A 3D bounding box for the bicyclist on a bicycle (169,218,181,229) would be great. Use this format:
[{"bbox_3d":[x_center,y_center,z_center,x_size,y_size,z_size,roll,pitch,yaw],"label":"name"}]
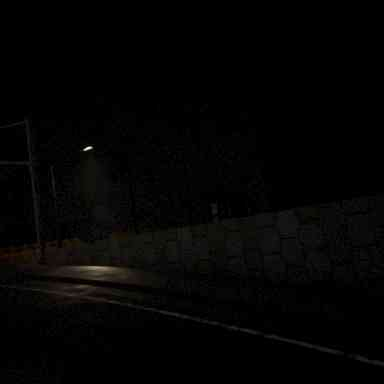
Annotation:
[{"bbox_3d":[-1.350,2.914,27.282,1.656,1.620,0.582,-14,-8,35],"label":"bicyclist on a bicycle"}]
